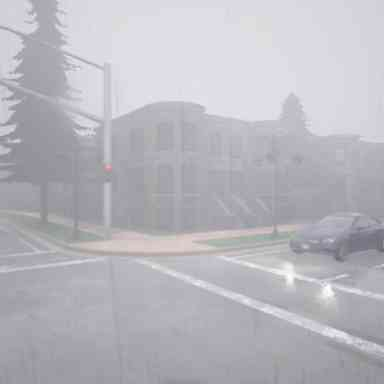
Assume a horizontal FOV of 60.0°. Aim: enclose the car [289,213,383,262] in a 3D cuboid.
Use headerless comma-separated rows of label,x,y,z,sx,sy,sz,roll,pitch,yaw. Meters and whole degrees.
car,5.617,1.530,12.294,4.674,1.442,1.812,0,0,-36
